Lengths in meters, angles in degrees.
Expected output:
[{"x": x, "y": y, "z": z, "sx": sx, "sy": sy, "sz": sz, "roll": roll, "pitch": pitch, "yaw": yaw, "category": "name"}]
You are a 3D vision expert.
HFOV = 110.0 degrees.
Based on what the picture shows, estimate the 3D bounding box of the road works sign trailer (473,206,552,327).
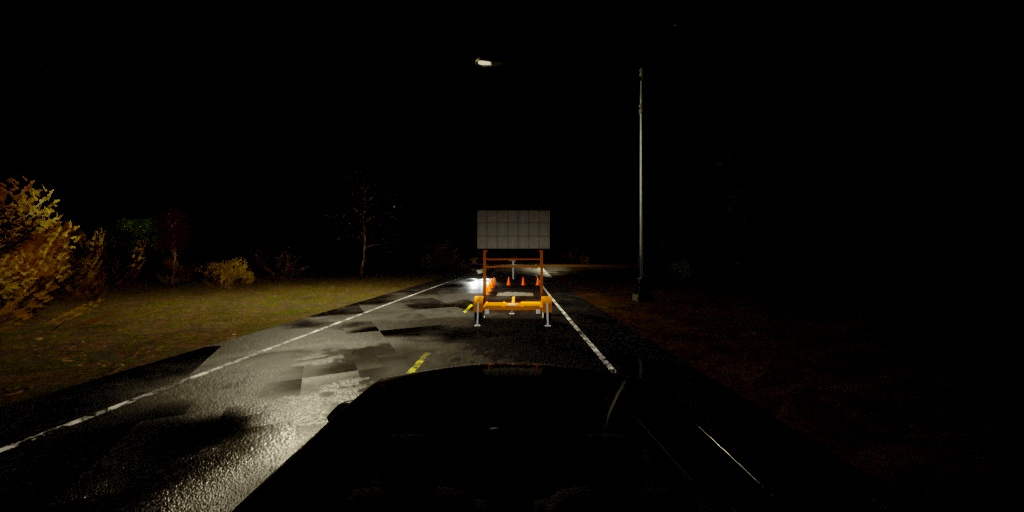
[{"x": 0.039, "y": 0.214, "z": 11.580, "sx": 2.380, "sy": 3.560, "sz": 2.880, "roll": 0, "pitch": 0, "yaw": 1, "category": "road works sign trailer"}]

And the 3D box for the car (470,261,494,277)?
[{"x": -2.836, "y": 1.238, "z": 34.736, "sx": 2.128, "sy": 1.511, "sz": 4.902, "roll": 0, "pitch": 0, "yaw": 2, "category": "car"}]
